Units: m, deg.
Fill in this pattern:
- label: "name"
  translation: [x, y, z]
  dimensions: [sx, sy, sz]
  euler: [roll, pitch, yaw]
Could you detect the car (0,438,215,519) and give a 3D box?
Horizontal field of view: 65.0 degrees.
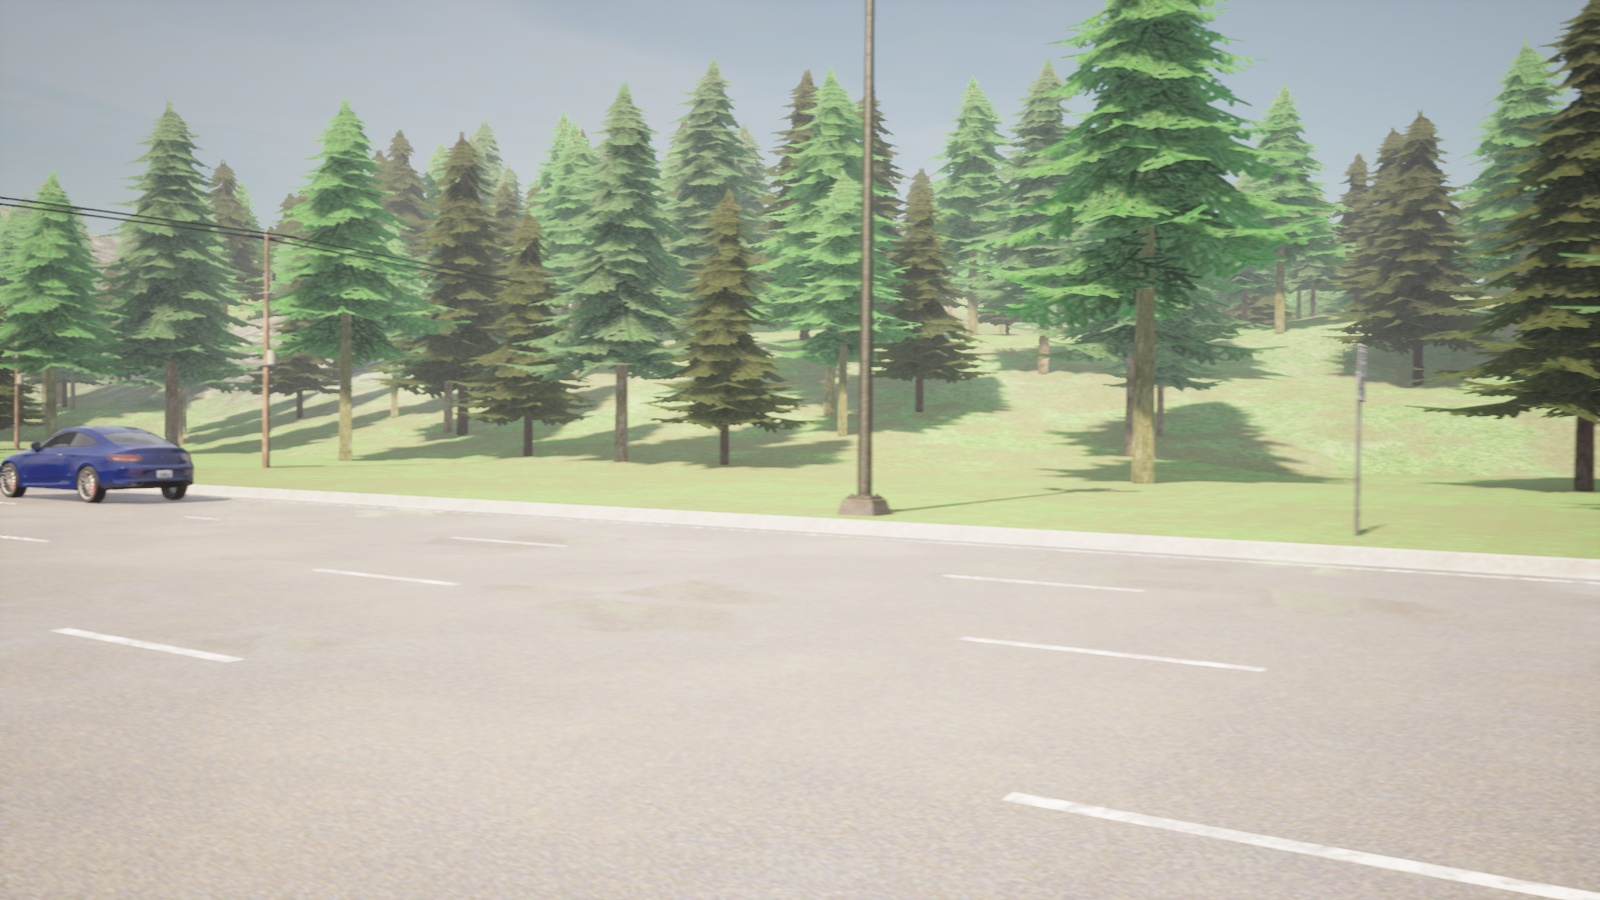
- label: "car"
  translation: [-13.751, 0.506, 24.715]
  dimensions: [4.674, 1.442, 1.812]
  euler: [0, 1, 32]
